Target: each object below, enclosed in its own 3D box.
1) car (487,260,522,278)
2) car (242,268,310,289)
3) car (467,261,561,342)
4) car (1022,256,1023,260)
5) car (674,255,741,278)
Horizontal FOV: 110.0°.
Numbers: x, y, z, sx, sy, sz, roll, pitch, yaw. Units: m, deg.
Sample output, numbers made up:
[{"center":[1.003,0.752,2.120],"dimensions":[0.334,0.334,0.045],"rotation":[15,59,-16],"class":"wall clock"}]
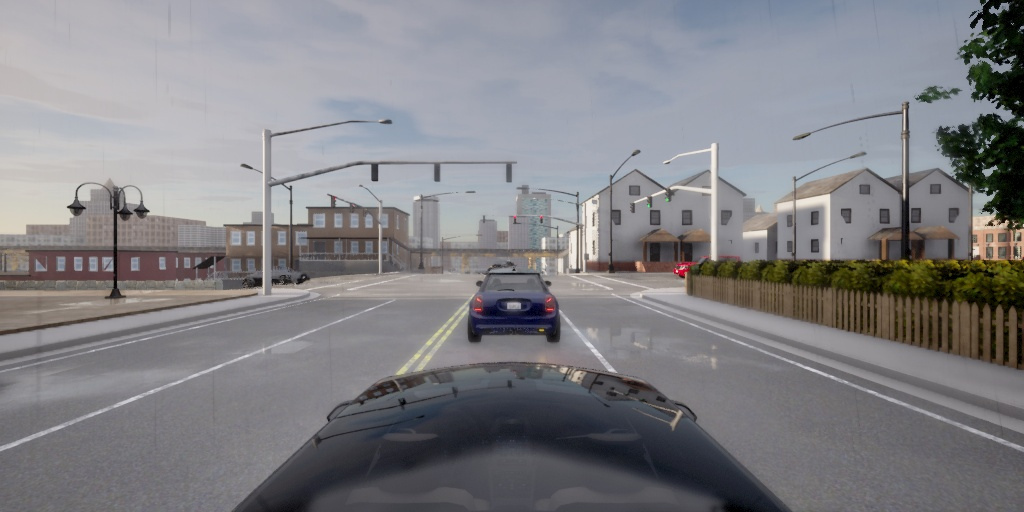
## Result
[{"center":[-0.688,1.220,35.694],"dimensions":[1.837,1.490,4.892],"rotation":[3,1,19],"class":"car"},{"center":[-17.555,1.595,26.759],"dimensions":[4.181,1.385,1.994],"rotation":[-5,0,-1],"class":"car"},{"center":[0.051,1.102,9.905],"dimensions":[2.097,1.767,4.553],"rotation":[0,0,0],"class":"car"},{"center":[42.772,0.971,27.757],"dimensions":[5.566,2.045,2.150],"rotation":[0,0,-1],"class":"car"},{"center":[17.029,0.971,31.031],"dimensions":[5.566,2.045,2.150],"rotation":[0,0,-1],"class":"car"}]
